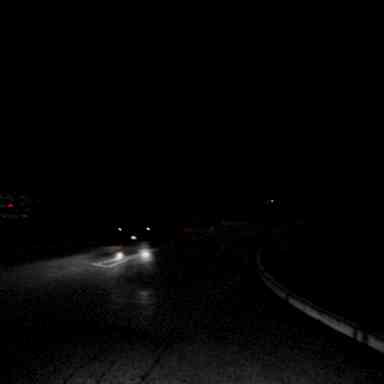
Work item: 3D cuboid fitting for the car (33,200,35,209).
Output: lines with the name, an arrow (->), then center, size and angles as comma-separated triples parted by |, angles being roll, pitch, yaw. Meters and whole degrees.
car -> -22.273, 2.290, 53.124 | 4.792, 1.488, 2.163 | -1, 1, -30

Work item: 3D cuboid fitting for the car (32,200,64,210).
car -> -25.049, 2.242, 57.932 | 4.792, 1.488, 2.163 | -1, 1, -30

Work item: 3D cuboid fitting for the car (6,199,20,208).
car -> -34.544, 2.226, 64.154 | 2.128, 1.511, 4.902 | -1, 1, -30

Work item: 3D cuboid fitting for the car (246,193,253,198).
car -> 14.806, 0.869, 78.686 | 1.895, 1.301, 4.718 | -1, 1, -30

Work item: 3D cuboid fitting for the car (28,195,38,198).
car -> -29.209, 2.016, 65.142 | 4.553, 1.767, 2.185 | -1, 1, -30

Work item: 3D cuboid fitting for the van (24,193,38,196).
van -> -34.686, 1.825, 74.799 | 4.442, 1.987, 1.878 | -1, 1, -30

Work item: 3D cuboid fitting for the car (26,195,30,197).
car -> -32.015, 2.096, 69.932 | 5.008, 1.535, 2.097 | -1, 1, -30

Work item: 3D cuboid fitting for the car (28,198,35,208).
car -> -23.849, 2.236, 55.421 | 5.366, 1.575, 1.946 | -1, 1, -30

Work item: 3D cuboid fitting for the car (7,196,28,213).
car -> -26.699, 2.053, 50.592 | 2.150, 2.045, 5.566 | -1, 1, -28

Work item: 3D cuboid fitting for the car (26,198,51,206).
car -> -33.402, 2.114, 72.339 | 4.674, 1.452, 2.002 | -1, 1, -30

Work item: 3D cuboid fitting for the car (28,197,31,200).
car -> -27.843, 2.165, 62.727 | 5.008, 1.535, 2.097 | -1, 1, -30

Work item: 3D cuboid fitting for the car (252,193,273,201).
car -> 15.375, 1.070, 70.765 | 1.994, 1.385, 4.181 | -1, 1, -21

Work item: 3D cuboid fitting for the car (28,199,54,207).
car -> -30.625, 2.159, 67.531 | 4.674, 1.452, 2.002 | -1, 1, -30

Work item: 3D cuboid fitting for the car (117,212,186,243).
car -> -1.937, 1.735, 17.203 | 1.895, 1.301, 4.718 | -3, 0, 19

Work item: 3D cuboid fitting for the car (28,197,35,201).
car -> -26.466, 2.190, 60.317 | 4.892, 1.521, 2.231 | -1, 1, -30

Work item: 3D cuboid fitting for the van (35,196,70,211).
van -> -21.015, 2.061, 50.646 | 4.442, 1.987, 1.878 | -1, 1, -30

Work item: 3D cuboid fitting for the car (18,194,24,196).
car -> -40.497, 1.962, 84.266 | 5.366, 1.575, 1.946 | -1, 1, -30
